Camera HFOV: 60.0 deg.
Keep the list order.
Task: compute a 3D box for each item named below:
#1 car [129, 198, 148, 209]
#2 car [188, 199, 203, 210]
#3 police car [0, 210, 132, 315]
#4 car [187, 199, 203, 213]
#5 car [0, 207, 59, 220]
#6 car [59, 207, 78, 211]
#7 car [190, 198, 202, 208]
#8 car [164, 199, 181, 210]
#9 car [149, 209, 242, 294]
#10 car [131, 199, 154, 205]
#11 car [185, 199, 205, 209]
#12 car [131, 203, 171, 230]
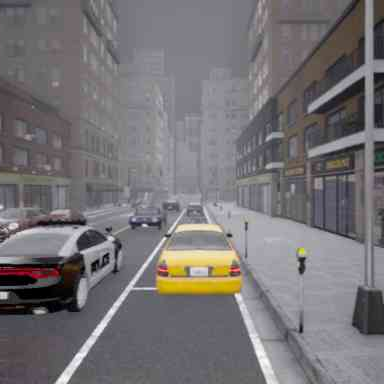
[{"bbox_3d":[-7.954,1.662,49.807,1.887,1.381,4.507,-1,0,1],"label":"car"},{"bbox_3d":[0.494,1.629,44.078,1.947,1.339,4.313,-1,0,1],"label":"car"},{"bbox_3d":[-2.991,1.456,7.868,1.930,1.638,5.238,0,0,1],"label":"police car"},{"bbox_3d":[0.400,1.583,38.663,1.752,1.417,4.829,-1,0,1],"label":"car"},{"bbox_3d":[-8.525,1.516,16.297,1.967,1.590,4.097,-1,0,1],"label":"car"},{"bbox_3d":[-8.428,1.667,21.882,1.802,1.307,4.206,-1,0,1],"label":"car"},{"bbox_3d":[0.590,1.651,49.663,1.802,1.307,4.206,-1,0,1],"label":"car"},{"bbox_3d":[-2.380,1.552,39.252,1.882,1.535,5.008,0,0,1],"label":"car"},{"bbox_3d":[0.176,1.472,8.809,1.801,1.575,5.366,0,0,1],"label":"car"},{"bbox_3d":[-5.525,1.584,39.409,2.128,1.511,4.902,0,0,1],"label":"car"},{"bbox_3d":[0.301,1.602,32.908,2.008,1.369,4.403,-1,0,1],"label":"car"},{"bbox_3d":[-2.694,1.653,21.608,1.895,1.301,4.718,0,0,1],"label":"car"}]
